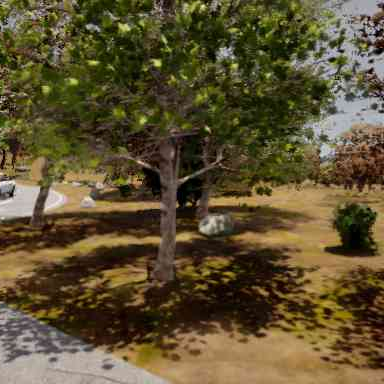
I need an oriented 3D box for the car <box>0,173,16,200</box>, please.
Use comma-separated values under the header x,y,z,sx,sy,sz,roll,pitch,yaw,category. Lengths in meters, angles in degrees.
x,y,z,sx,sy,sz,roll,pitch,yaw,category
-15.115,-0.512,25.090,2.150,2.045,5.566,4,4,-13,car
